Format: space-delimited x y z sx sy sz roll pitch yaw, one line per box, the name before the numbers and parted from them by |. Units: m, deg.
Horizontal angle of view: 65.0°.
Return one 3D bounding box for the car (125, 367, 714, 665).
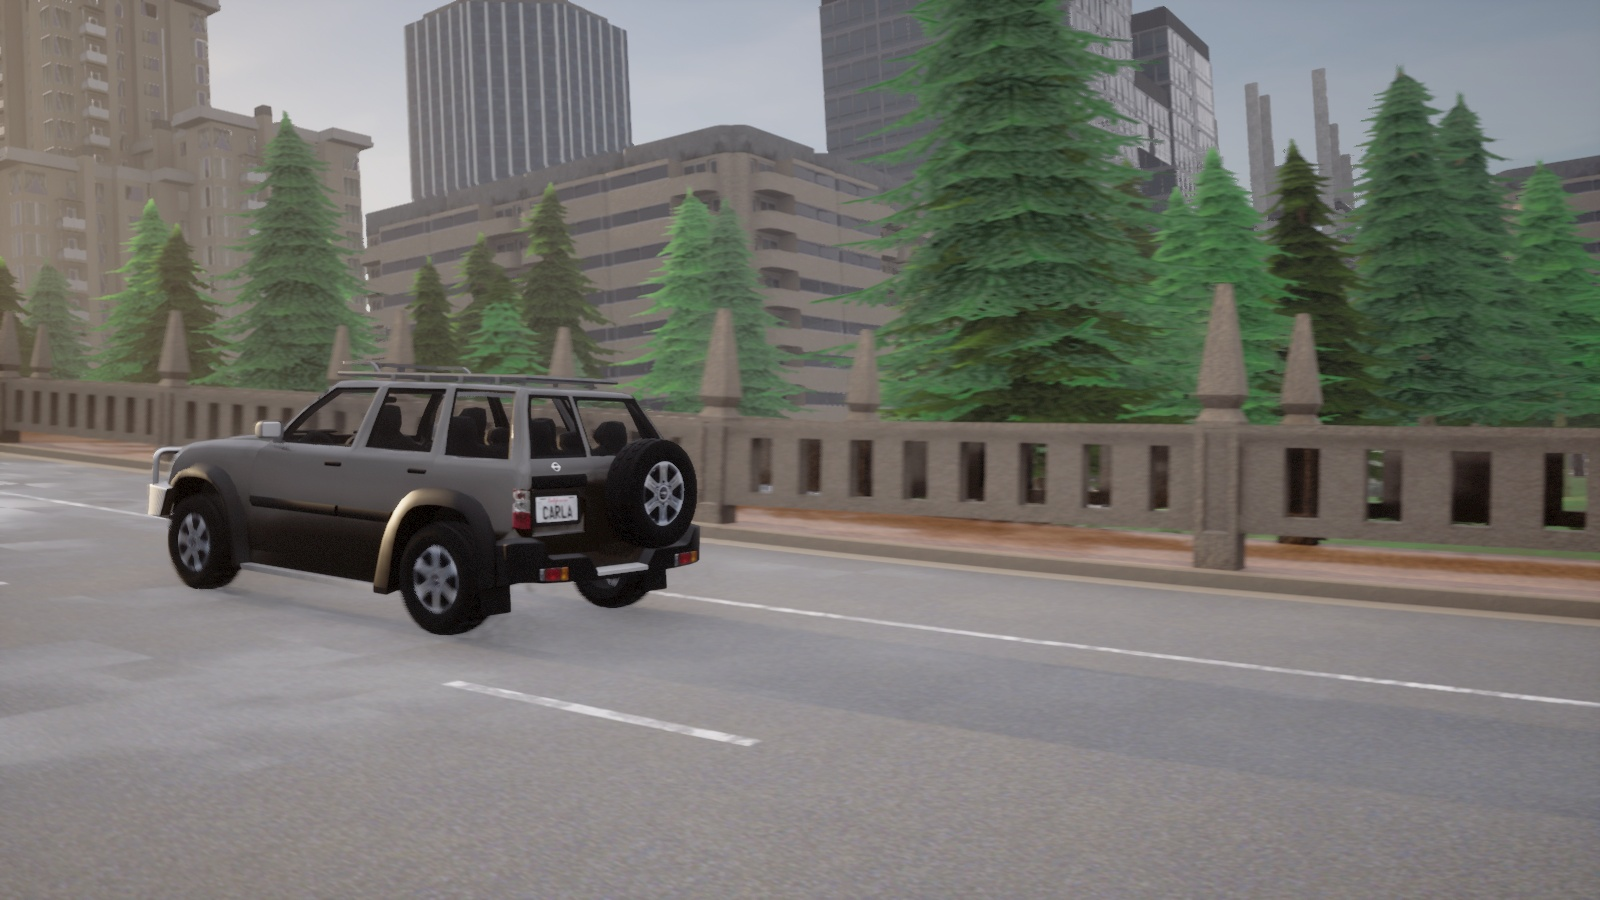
car | -3.110 0.324 9.885 4.605 1.855 1.932 2 2 34
